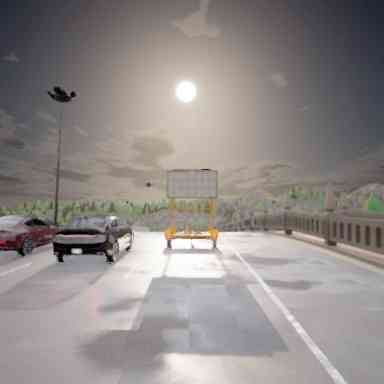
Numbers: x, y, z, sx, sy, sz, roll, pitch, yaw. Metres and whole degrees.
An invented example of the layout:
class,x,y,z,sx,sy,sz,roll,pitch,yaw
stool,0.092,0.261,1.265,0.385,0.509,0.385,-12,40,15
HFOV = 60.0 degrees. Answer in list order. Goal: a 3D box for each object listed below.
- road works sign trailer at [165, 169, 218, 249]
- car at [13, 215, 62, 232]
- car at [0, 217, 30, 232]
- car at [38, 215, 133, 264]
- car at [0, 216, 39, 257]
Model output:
class,x,y,z,sx,sy,sz,roll,pitch,yaw
road works sign trailer,0.011,0.712,15.631,2.380,3.560,2.880,0,-3,2
car,-14.092,2.985,30.766,2.033,1.411,5.357,0,-6,0
car,-17.590,3.148,31.741,1.895,1.301,4.718,0,-7,0
car,-3.398,1.608,12.240,2.128,1.511,4.902,0,-2,0
car,-6.897,1.684,13.434,1.812,1.442,4.674,0,-2,0
